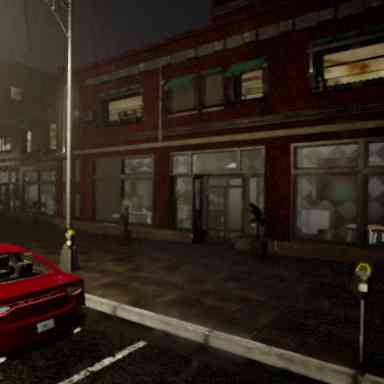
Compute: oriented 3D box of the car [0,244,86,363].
[{"bbox_3d":[-3.651,1.537,5.476,4.507,1.381,1.887,0,1,36],"label":"car"}]
